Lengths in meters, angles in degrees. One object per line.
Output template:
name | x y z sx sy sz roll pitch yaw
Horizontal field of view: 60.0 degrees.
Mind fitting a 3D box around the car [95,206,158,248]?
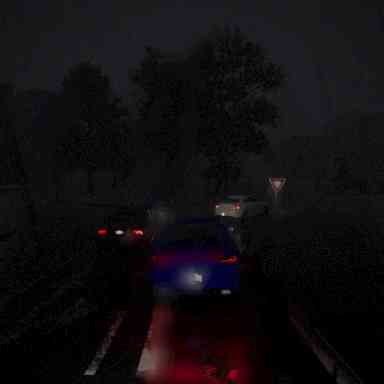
car | -2.292 1.277 13.538 2.033 1.411 5.357 0 3 3

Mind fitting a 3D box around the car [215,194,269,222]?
car | 3.102 0.871 20.576 1.812 1.442 4.674 3 6 36

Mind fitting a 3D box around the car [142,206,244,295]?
car | 0.106 1.380 8.617 1.882 1.535 5.008 0 2 1
